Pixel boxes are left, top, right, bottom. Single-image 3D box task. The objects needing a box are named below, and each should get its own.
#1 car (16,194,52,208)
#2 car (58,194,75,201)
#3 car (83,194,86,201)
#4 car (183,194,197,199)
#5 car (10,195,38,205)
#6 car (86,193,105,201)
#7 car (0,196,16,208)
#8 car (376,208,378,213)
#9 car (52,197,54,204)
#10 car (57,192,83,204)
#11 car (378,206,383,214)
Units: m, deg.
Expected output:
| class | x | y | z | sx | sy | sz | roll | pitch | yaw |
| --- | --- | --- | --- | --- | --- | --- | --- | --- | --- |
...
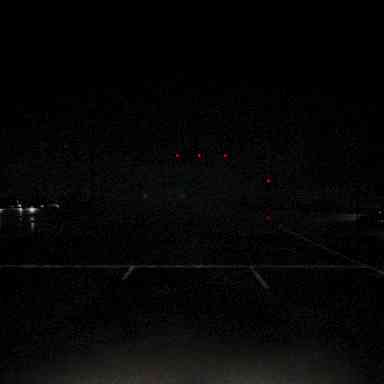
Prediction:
| class | x | y | z | sx | sy | sz | roll | pitch | yaw |
| --- | --- | --- | --- | --- | --- | --- | --- | --- | --- |
| car | -21.119 | 1.330 | 44.764 | 1.837 | 1.490 | 4.892 | 0 | 0 | 0 |
| car | -28.329 | 1.218 | 74.998 | 2.128 | 1.511 | 4.902 | 0 | 0 | -3 |
| car | -24.808 | 1.218 | 74.932 | 2.128 | 1.511 | 4.902 | 0 | 0 | -3 |
| car | -0.158 | 1.201 | 94.634 | 1.895 | 1.301 | 4.718 | 0 | 0 | -18 |
| car | -28.092 | 1.325 | 55.744 | 2.033 | 1.411 | 5.357 | 0 | 0 | 0 |
| car | -21.165 | 1.225 | 73.262 | 2.128 | 1.511 | 4.902 | 0 | 0 | -3 |
| car | -24.618 | 1.336 | 43.492 | 1.837 | 1.490 | 4.892 | 0 | 0 | 0 |
| car | 19.460 | 1.441 | 29.460 | 5.357 | 1.411 | 2.033 | 0 | 0 | 7 |
| car | -24.604 | 1.134 | 54.671 | 2.097 | 1.767 | 4.553 | 0 | 0 | 0 |
| car | -21.100 | 0.994 | 56.863 | 2.150 | 2.045 | 5.566 | 0 | 0 | 0 |
| car | 17.652 | 1.260 | 26.037 | 4.553 | 1.767 | 2.097 | 0 | 0 | 6 |
